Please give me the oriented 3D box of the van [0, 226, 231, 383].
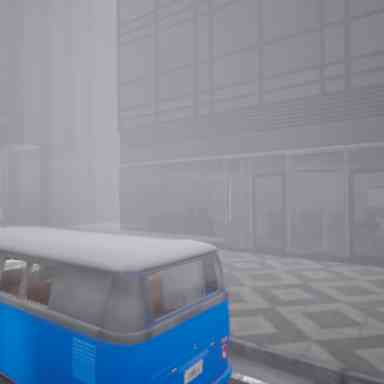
[{"bbox_3d":[-1.495,1.374,4.032,3.998,1.788,1.690,-1,0,36],"label":"van"}]
